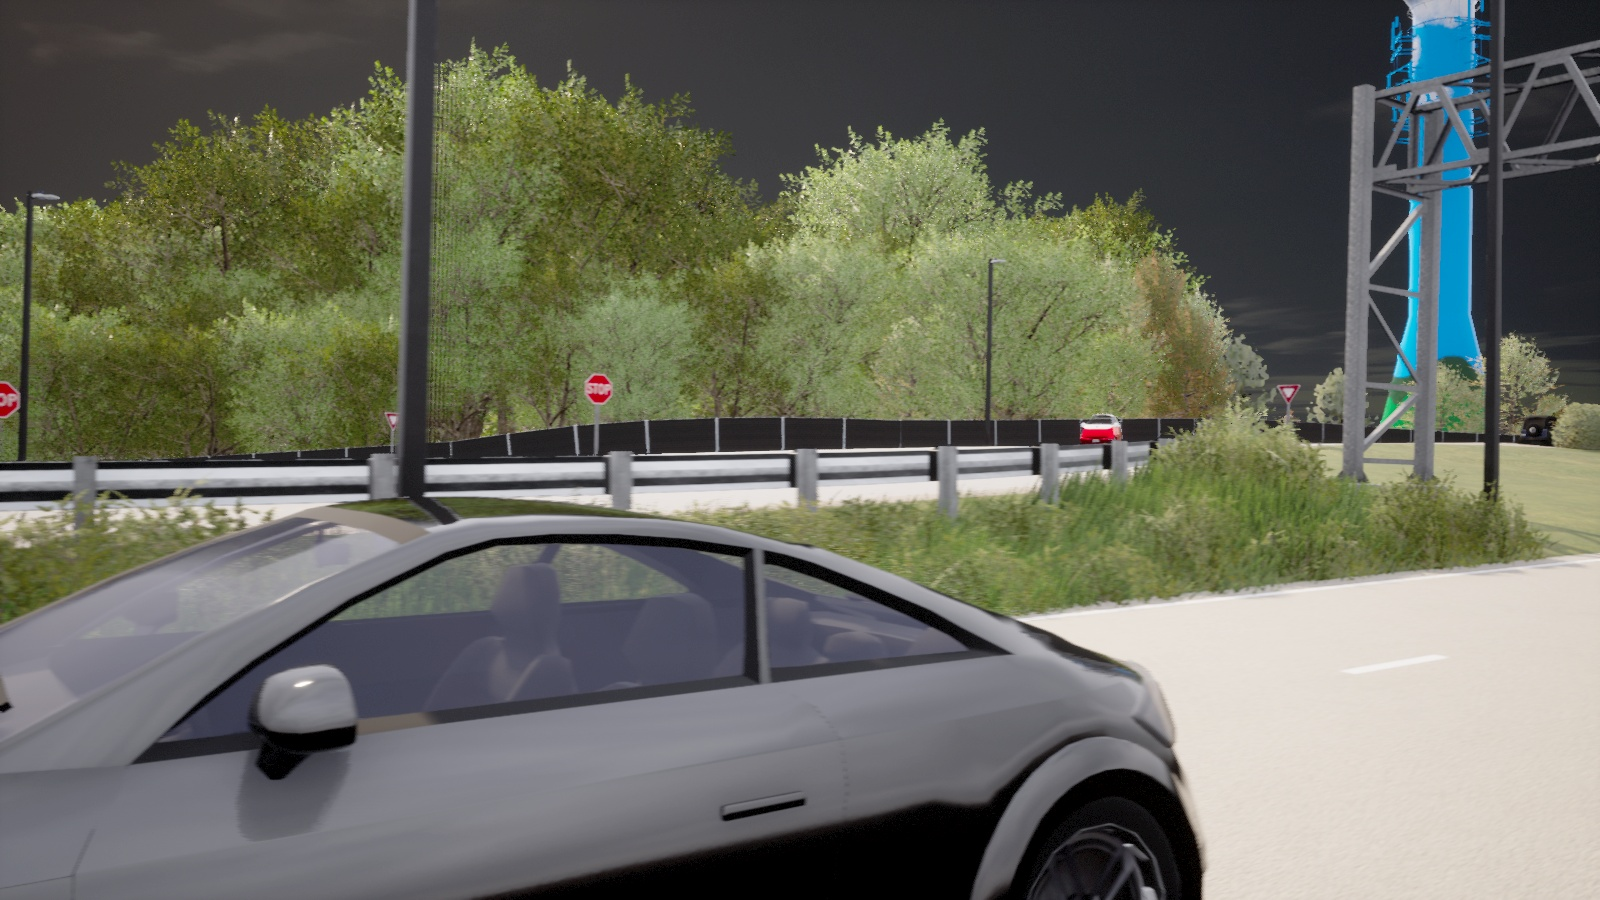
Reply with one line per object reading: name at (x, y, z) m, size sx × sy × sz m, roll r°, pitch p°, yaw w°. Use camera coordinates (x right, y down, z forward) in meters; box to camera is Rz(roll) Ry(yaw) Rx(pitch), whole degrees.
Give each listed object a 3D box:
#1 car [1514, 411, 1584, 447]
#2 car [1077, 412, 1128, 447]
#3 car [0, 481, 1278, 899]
car at (44.051, -1.215, 73.881) m, size 3.866 × 1.878 × 1.905 m, roll 3°, pitch -2°, yaw -31°
car at (12.348, -0.835, 51.169) m, size 1.481 × 1.376 × 2.207 m, roll 0°, pitch 0°, yaw 29°
car at (-1.020, 0.814, 2.948) m, size 4.181 × 1.385 × 1.994 m, roll 0°, pitch 0°, yaw -35°
